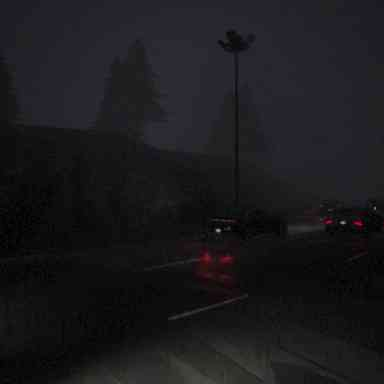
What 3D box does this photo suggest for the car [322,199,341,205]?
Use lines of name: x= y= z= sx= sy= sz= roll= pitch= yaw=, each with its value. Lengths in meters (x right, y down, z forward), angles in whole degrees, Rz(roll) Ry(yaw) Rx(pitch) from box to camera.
car: x=13.085 y=1.368 z=30.979 sx=1.812 sy=1.442 sz=4.674 roll=0 pitch=0 yaw=28

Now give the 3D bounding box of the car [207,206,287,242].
car: x=2.800 y=1.428 z=16.066 sx=2.128 sy=1.511 sz=4.902 roll=0 pitch=0 yaw=44

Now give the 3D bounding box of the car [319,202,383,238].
car: x=8.502 y=1.455 z=17.215 sx=2.033 sy=1.411 sz=5.357 roll=0 pitch=0 yaw=39

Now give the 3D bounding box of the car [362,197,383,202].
car: x=18.304 y=1.312 z=33.425 sx=1.837 sy=1.490 sz=4.892 roll=0 pitch=-1 yaw=27
